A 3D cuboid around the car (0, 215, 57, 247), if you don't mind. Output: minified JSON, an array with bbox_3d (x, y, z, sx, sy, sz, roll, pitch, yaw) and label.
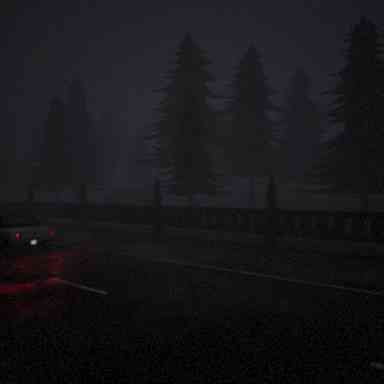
[{"bbox_3d":[-7.783,1.605,13.850,4.718,1.301,1.895,0,0,36],"label":"car"}]

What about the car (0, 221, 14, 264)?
[{"bbox_3d":[-7.406,1.551,9.280,5.357,1.411,2.033,0,0,36],"label":"car"}]
